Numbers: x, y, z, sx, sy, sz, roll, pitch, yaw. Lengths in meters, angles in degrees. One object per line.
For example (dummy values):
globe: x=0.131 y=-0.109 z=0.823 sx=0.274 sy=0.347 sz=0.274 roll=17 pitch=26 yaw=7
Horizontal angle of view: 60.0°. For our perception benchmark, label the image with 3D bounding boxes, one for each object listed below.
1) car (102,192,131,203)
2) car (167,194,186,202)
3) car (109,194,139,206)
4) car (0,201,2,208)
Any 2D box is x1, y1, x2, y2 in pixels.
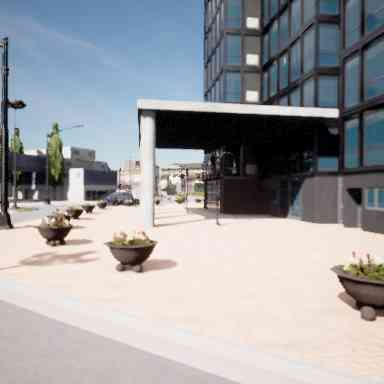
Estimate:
car: x=-11.860 y=1.010 z=53.421 sx=2.150 sy=2.045 sz=5.566 roll=1 pitch=0 yaw=32
car: x=-3.216 y=1.099 z=67.552 sx=1.882 sy=1.535 sz=5.008 roll=1 pitch=0 yaw=31
car: x=-9.731 y=1.410 z=49.920 sx=1.895 sy=1.301 sz=4.718 roll=1 pitch=0 yaw=32
car: x=-24.025 y=1.332 z=38.714 sx=4.718 sy=1.301 sz=1.895 roll=0 pitch=0 yaw=-35
